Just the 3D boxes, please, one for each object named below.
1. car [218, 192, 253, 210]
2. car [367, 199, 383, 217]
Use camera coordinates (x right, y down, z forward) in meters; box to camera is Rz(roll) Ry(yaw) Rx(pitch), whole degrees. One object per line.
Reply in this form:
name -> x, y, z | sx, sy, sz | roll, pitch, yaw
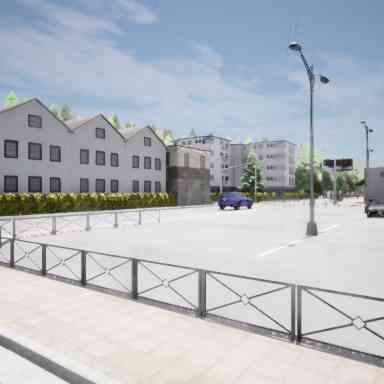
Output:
car -> 5.134, 1.030, 38.866 | 2.150, 2.045, 5.566 | 0, 0, 35
car -> 15.399, 1.298, 26.827 | 2.007, 1.523, 4.514 | 0, 0, 35
